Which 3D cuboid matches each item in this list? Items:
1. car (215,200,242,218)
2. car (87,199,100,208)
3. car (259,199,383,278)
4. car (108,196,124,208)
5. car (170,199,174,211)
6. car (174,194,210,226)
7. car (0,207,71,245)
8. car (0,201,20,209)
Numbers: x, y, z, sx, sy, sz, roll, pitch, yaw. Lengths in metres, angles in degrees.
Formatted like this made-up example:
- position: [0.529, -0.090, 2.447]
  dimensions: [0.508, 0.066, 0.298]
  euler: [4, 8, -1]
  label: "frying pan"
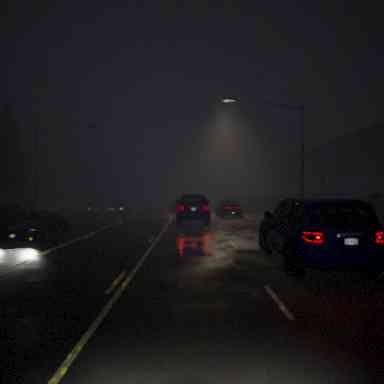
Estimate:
- position: [3.235, 1.473, 29.817]
  dimensions: [1.837, 1.490, 4.892]
  euler: [0, 0, -4]
  label: "car"
- position: [-17.119, 2.065, 57.639]
  dimensions: [1.837, 1.490, 4.892]
  euler: [1, -3, -20]
  label: "car"
- position: [3.601, 1.208, 10.197]
  dimensions: [2.150, 2.045, 5.566]
  euler: [0, 0, 0]
  label: "car"
- position: [-12.846, 1.691, 56.165]
  dimensions: [2.150, 2.045, 5.566]
  euler: [0, -2, -19]
  label: "car"
- position: [-1.652, 1.535, 41.234]
  dimensions: [2.128, 1.511, 4.902]
  euler: [0, -1, -9]
  label: "car"
- position: [0.051, 1.189, 23.321]
  dimensions: [2.150, 2.045, 5.566]
  euler: [0, 0, -1]
  label: "car"
- position: [-7.127, 1.544, 15.185]
  dimensions: [1.994, 1.385, 4.181]
  euler: [0, 0, 0]
  label: "car"
- position: [-10.640, 1.329, 17.541]
  dimensions: [2.097, 1.767, 4.553]
  euler: [0, 0, 0]
  label: "car"
